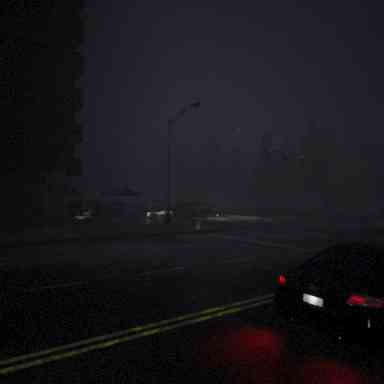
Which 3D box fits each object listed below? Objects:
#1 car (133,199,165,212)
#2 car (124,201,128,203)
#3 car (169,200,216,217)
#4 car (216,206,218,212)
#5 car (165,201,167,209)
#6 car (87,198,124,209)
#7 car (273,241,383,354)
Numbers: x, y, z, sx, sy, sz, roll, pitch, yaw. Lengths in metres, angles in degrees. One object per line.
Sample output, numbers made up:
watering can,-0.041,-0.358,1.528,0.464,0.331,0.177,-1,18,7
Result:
car,-5.720,1.688,41.294,1.812,1.442,4.674,1,0,-38
car,-12.265,1.654,52.381,5.008,1.535,1.882,0,0,30
car,-0.184,1.641,33.770,1.882,1.535,5.008,1,0,-36
car,0.935,1.694,38.155,2.128,1.511,4.902,1,0,-36
car,-4.663,1.705,45.514,1.837,1.490,4.892,1,0,-40
car,-13.110,1.693,48.932,5.357,1.411,2.033,0,0,32
car,3.480,1.636,6.232,4.181,1.385,1.994,1,0,-35
